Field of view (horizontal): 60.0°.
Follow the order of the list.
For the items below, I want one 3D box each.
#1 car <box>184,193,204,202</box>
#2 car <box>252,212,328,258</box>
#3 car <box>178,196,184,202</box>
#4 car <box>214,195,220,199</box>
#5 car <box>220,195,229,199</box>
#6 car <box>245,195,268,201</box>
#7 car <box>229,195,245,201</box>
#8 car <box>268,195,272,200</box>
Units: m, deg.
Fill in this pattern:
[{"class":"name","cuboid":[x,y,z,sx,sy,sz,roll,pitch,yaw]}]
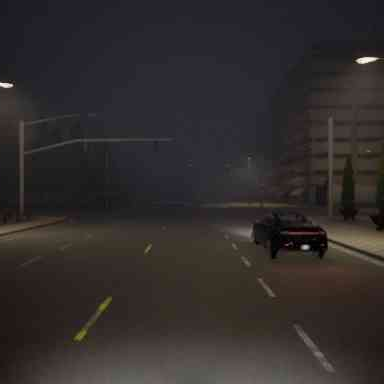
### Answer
[{"class":"car","cuboid":[0.860,1.318,77.488,2.150,2.045,5.566,0,0,27]},{"class":"car","cuboid":[3.544,1.507,12.763,2.128,1.511,4.902,0,0,1]},{"class":"car","cuboid":[-1.618,1.621,80.282,2.128,1.511,4.902,0,0,27]},{"class":"car","cuboid":[8.271,1.439,92.576,4.553,1.767,2.097,0,0,-41]},{"class":"car","cuboid":[10.557,1.443,89.926,4.553,1.767,2.097,0,0,-41]},{"class":"car","cuboid":[16.795,1.698,85.973,4.718,1.301,1.895,0,0,-37]},{"class":"car","cuboid":[12.780,1.582,87.219,5.008,1.535,1.882,0,0,-41]},{"class":"car","cuboid":[21.887,1.636,93.024,4.902,1.511,2.128,0,0,-22]}]
